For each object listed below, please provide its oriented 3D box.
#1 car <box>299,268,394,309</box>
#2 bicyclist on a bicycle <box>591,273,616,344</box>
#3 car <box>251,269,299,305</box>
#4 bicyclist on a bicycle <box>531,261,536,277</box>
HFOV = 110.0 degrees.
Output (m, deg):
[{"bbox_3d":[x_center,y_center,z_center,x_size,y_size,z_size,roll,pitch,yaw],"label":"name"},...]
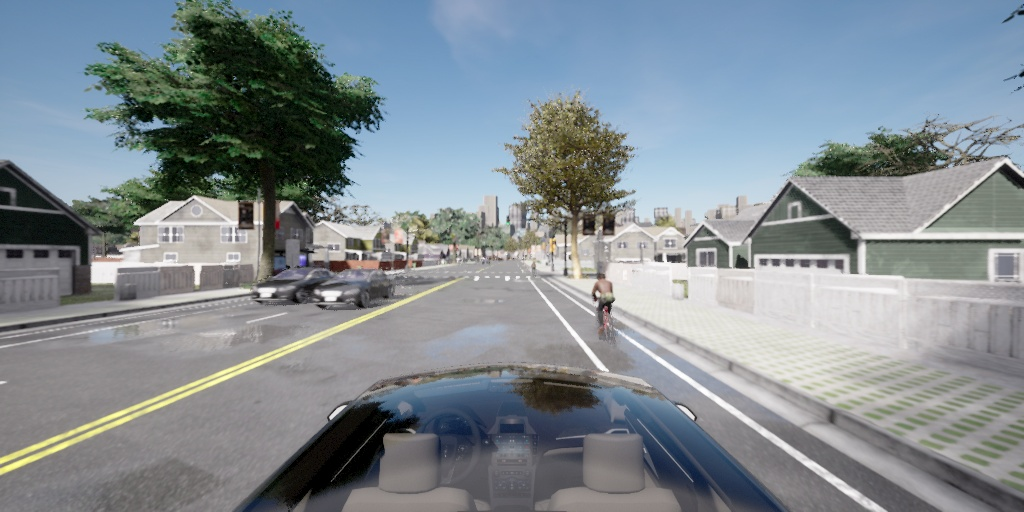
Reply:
[{"bbox_3d":[-6.599,1.315,15.489,2.128,1.511,4.902,0,0,0],"label":"car"},{"bbox_3d":[2.248,1.240,8.809,0.582,1.620,1.656,0,-1,0],"label":"bicyclist on a bicycle"},{"bbox_3d":[-9.848,1.322,16.806,2.128,1.511,4.902,0,0,0],"label":"car"},{"bbox_3d":[2.242,1.383,36.808,0.582,1.620,1.656,0,-1,0],"label":"bicyclist on a bicycle"}]
